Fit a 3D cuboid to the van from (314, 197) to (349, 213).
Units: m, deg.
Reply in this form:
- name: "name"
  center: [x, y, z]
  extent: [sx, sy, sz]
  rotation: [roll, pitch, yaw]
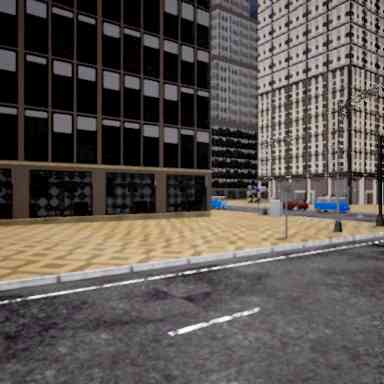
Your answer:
- name: "van"
  center: [16.295, 1.515, 39.039]
  extent: [1.690, 1.788, 3.998]
  rotation: [0, 0, -34]

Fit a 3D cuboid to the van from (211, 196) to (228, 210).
- name: "van"
  center: [3.052, 1.459, 43.444]
  extent: [1.690, 1.788, 3.998]
  rotation: [0, 0, -34]

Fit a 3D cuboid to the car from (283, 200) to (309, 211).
- name: "car"
  center: [13.113, 1.694, 43.574]
  extent: [1.887, 1.381, 4.507]
  rotation: [0, 0, -34]
